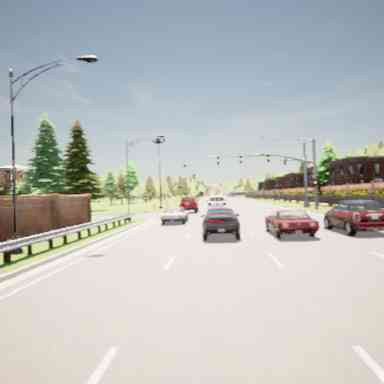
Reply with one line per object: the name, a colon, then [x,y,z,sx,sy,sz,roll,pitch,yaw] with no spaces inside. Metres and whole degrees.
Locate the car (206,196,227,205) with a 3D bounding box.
car: [2.865,1.455,38.167,2.150,2.045,5.566,-2,0,4]

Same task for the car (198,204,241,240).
car: [1.513,1.602,17.704,1.837,1.490,4.892,-2,-2,4]

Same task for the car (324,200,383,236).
car: [8.491,1.181,17.298,2.097,1.767,4.553,-2,0,4]

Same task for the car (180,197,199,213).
car: [-0.331,1.625,43.041,2.150,2.045,5.566,-2,0,4]

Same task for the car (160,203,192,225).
car: [-1.355,1.902,27.494,1.895,1.301,4.718,-2,-1,4]

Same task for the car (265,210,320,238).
car: [4.998,1.563,17.348,1.895,1.301,4.718,-2,-1,4]
